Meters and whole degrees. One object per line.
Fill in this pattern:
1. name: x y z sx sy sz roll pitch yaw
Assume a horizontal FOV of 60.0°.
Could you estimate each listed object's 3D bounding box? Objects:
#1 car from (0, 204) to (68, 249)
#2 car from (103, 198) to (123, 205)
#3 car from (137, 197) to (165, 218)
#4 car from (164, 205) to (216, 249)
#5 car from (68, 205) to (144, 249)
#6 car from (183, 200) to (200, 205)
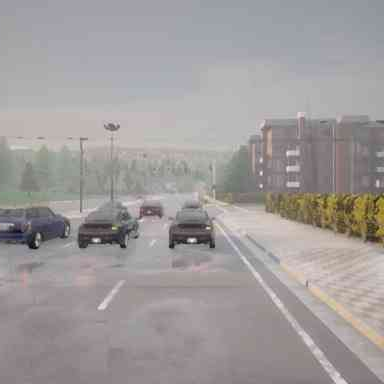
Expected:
1. car: -7.000 1.363 14.536 2.097 1.767 4.553 0 0 0
2. car: -7.010 1.560 29.602 2.033 1.411 5.357 0 0 0
3. car: -3.510 1.482 29.624 1.882 1.535 5.008 0 0 0
4. car: 0.000 1.513 14.566 1.837 1.490 4.892 0 0 0
5. car: -3.500 1.513 14.566 1.837 1.490 4.892 0 0 0
6. car: -0.010 1.514 29.645 1.837 1.490 4.892 0 0 0
